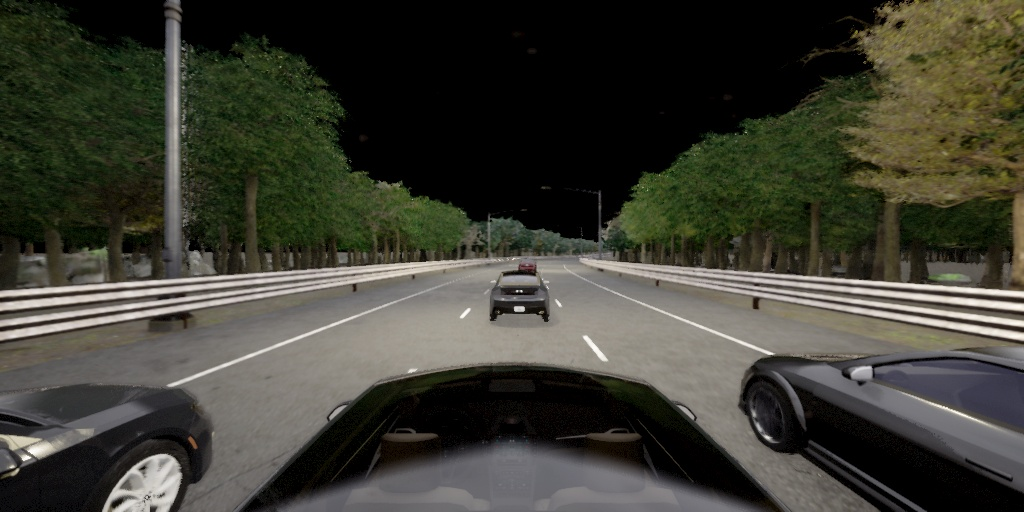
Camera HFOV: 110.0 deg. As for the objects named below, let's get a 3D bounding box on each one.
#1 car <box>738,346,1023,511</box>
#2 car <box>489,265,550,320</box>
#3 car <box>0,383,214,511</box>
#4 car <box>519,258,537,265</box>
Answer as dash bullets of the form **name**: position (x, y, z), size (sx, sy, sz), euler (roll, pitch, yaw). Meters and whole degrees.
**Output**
- **car**: position (3.630, 1.317, 2.473), size (1.994, 1.385, 4.181), euler (0, 0, 0)
- **car**: position (0.271, 1.249, 12.554), size (1.837, 1.490, 4.892), euler (0, 0, 1)
- **car**: position (-3.375, 1.252, 0.944), size (1.837, 1.490, 4.892), euler (0, 0, 0)
- **car**: position (1.882, 1.039, 42.478), size (2.097, 1.767, 4.553), euler (0, 0, 5)
